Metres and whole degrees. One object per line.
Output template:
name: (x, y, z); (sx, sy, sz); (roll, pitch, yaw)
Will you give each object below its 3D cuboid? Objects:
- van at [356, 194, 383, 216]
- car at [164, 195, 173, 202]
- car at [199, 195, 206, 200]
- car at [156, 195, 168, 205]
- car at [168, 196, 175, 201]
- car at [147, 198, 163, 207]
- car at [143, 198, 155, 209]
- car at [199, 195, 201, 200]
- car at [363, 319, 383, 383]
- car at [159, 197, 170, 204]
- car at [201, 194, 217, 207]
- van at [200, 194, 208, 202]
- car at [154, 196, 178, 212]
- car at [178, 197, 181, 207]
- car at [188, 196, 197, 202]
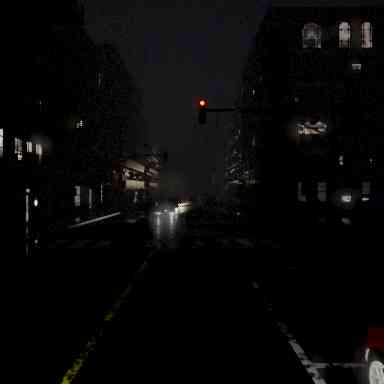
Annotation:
van: (15.701, 1.035, 27.347); (3.998, 1.788, 1.690); (-1, 1, -1)
car: (-5.527, 1.563, 78.296); (1.752, 1.417, 4.829); (-1, 0, 0)
car: (2.890, 1.602, 95.027); (1.887, 1.381, 4.507); (-1, 0, 0)
car: (-5.564, 1.462, 61.883); (1.967, 1.590, 4.097); (-1, 0, 0)
car: (-5.501, 1.632, 89.522); (1.802, 1.307, 4.206); (-1, 0, 0)
car: (-5.586, 1.580, 50.827); (1.947, 1.339, 4.313); (0, 0, 0)
car: (-5.598, 1.560, 45.299); (2.008, 1.369, 4.403); (0, 0, 0)
car: (2.830, 1.577, 67.387); (2.008, 1.369, 4.403); (-1, 0, 0)
car: (2.687, 1.544, 1.804); (1.887, 1.381, 4.507); (0, 0, 0)
car: (-5.551, 1.609, 67.411); (1.802, 1.307, 4.206); (-1, 0, 0)
car: (2.793, 1.454, 50.804); (1.967, 1.590, 4.097); (-1, 0, 0)
van: (2.852, 1.379, 78.443); (1.690, 1.788, 3.998); (-1, 0, 0)
car: (-3.009, 1.532, 39.304); (1.812, 1.442, 4.674); (0, 0, 0)
car: (-2.969, 1.539, 49.618); (1.812, 1.442, 4.674); (0, 0, 0)
car: (0.173, 1.561, 78.068); (1.812, 1.442, 4.674); (0, 0, 0)
